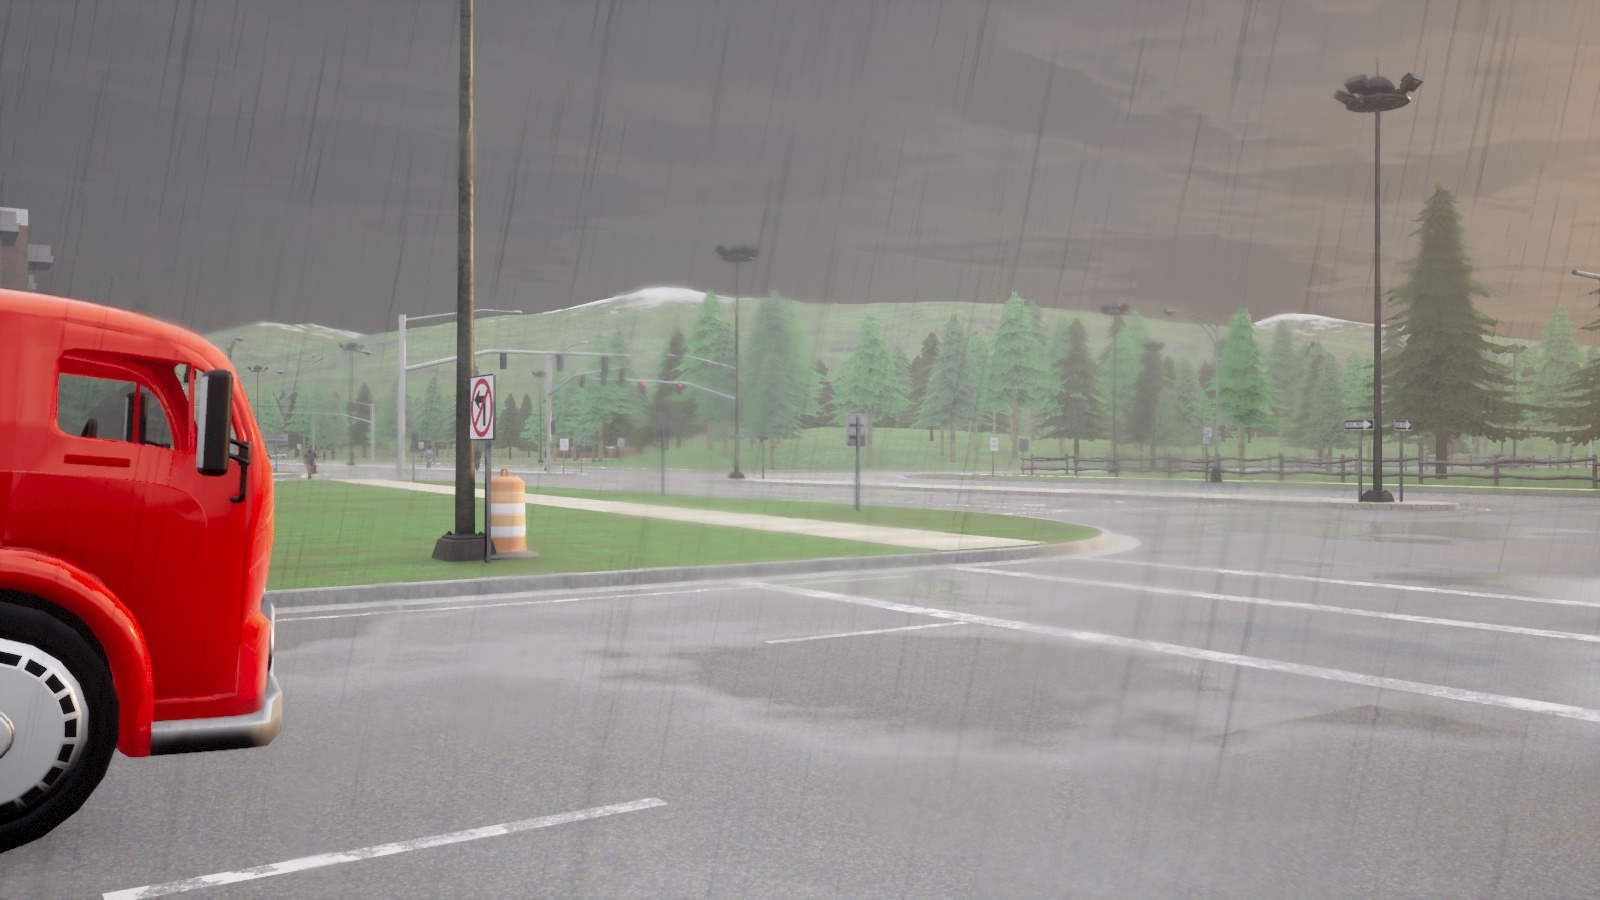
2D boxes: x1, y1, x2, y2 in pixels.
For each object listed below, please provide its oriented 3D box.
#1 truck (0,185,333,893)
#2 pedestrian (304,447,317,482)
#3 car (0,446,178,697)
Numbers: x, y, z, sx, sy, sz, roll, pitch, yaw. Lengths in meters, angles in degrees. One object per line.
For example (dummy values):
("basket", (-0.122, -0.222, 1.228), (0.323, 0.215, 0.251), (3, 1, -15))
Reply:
("truck", (-4.800, 0.240, 4.583), (5.204, 2.467, 2.627), (3, -2, -35))
("pedestrian", (-25.786, 0.756, 66.129), (0.540, 1.848, 0.694), (0, 0, -32))
("car", (-6.631, 0.734, 7.573), (4.902, 1.511, 2.128), (0, 0, -35))
